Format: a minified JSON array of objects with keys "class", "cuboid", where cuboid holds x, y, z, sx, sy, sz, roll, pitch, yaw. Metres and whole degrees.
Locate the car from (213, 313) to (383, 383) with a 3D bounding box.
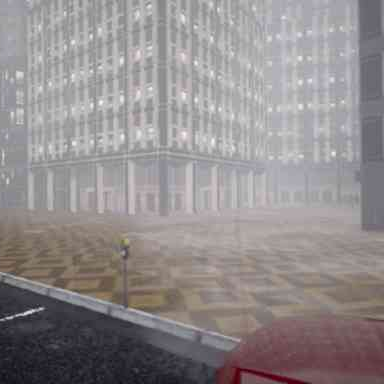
[{"class":"car","cuboid":[2.331,1.309,1.222,5.009,1.841,2.192,0,-1,35]}]
